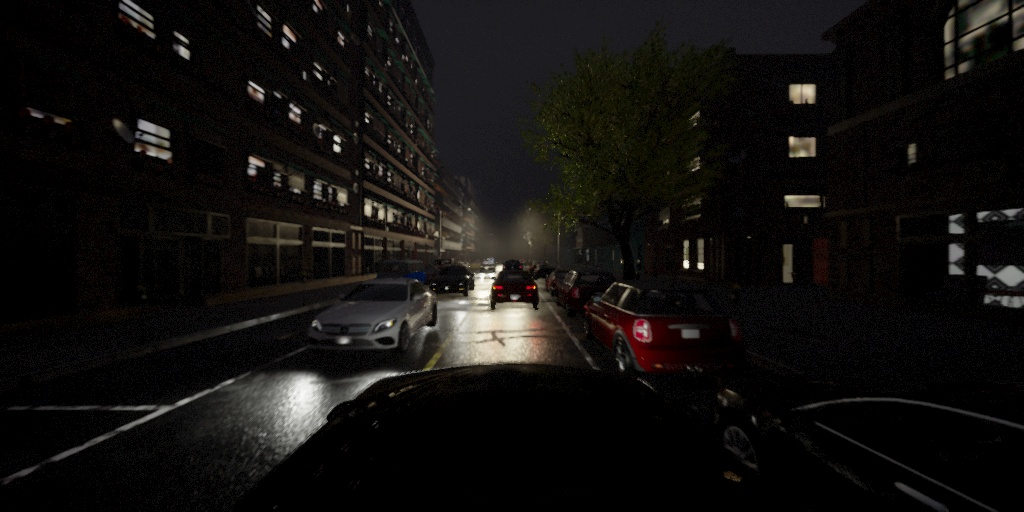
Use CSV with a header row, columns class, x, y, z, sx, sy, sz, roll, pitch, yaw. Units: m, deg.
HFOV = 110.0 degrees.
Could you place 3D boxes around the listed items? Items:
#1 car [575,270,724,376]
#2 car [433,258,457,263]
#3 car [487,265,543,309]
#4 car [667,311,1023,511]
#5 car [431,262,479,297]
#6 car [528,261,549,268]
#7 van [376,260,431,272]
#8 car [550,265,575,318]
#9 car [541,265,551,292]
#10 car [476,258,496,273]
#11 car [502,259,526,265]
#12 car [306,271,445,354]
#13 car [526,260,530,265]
class,x,y,z,sx,sy,sz,roll,pitch,yaw
car,2.691,1.194,7.337,1.967,1.591,4.097,0,0,0
car,-5.687,1.095,30.126,2.192,1.841,5.009,0,0,0
car,0.095,1.287,14.944,1.812,1.442,4.674,0,0,0
car,2.690,1.300,1.640,2.007,1.370,4.403,0,0,0
car,-3.069,1.271,19.329,1.837,1.490,4.892,0,0,0
car,2.694,1.330,30.123,2.007,1.370,4.403,0,0,0
van,-5.689,1.106,18.733,1.690,1.789,3.998,0,0,0
car,2.691,1.199,13.033,1.967,1.591,4.097,0,0,0
car,2.692,1.347,18.730,1.802,1.307,4.207,0,0,0
car,-2.998,1.304,45.552,2.128,1.511,4.902,0,0,0
car,0.073,1.142,36.599,2.097,1.767,4.553,0,0,0
car,-3.081,1.282,8.912,1.812,1.442,4.674,0,0,0
car,2.694,1.229,35.820,1.967,1.591,4.097,0,0,0
